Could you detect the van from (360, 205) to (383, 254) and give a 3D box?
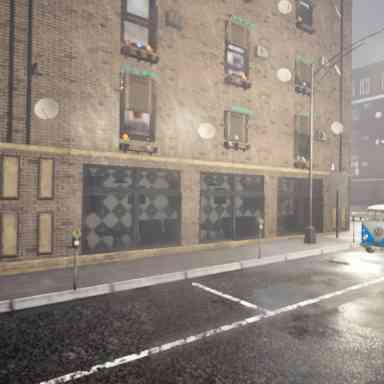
[{"bbox_3d":[7.800,1.349,12.215,3.998,1.788,1.690,0,1,-35],"label":"van"}]
